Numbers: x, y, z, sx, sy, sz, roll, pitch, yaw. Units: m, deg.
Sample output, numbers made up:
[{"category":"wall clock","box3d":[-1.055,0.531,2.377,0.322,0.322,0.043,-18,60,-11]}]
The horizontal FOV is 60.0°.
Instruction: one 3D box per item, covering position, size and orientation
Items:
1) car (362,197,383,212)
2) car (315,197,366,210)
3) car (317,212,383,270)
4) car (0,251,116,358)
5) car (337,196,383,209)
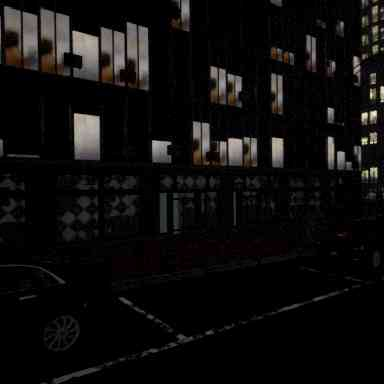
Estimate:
[{"category":"car","box3d":[18.027,1.442,34.332,1.994,1.385,4.181,-1,1,-35]},{"category":"car","box3d":[17.854,1.330,40.199,2.033,1.411,5.357,-1,1,-35]},{"category":"car","box3d":[5.942,1.542,10.979,4.507,1.381,1.887,0,-1,-36]},{"category":"car","box3d":[-3.230,1.551,4.398,4.403,1.369,2.008,0,-1,-36]},{"category":"car","box3d":[20.525,1.274,40.839,1.752,1.417,4.829,-1,1,-35]}]
